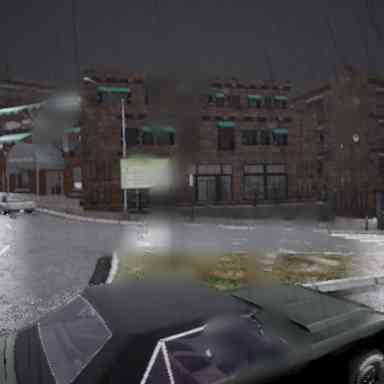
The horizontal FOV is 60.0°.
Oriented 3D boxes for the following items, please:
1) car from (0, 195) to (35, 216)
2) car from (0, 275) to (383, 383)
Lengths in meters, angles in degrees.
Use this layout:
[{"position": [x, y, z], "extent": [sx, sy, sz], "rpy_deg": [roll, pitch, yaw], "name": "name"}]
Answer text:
[{"position": [-13.454, 0.904, 24.530], "extent": [4.718, 1.301, 1.895], "rpy_deg": [3, 4, 42], "name": "car"}, {"position": [0.023, 1.573, 3.279], "extent": [4.718, 1.301, 1.895], "rpy_deg": [0, 0, -31], "name": "car"}]
